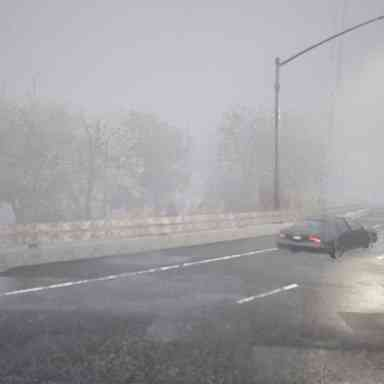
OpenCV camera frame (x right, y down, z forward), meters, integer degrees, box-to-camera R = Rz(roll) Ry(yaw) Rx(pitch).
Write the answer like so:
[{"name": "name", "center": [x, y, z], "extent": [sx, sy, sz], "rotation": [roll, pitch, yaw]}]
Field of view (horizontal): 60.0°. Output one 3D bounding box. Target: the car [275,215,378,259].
[{"name": "car", "center": [5.399, 1.615, 12.980], "extent": [5.357, 1.411, 2.033], "rotation": [0, 0, -43]}]
